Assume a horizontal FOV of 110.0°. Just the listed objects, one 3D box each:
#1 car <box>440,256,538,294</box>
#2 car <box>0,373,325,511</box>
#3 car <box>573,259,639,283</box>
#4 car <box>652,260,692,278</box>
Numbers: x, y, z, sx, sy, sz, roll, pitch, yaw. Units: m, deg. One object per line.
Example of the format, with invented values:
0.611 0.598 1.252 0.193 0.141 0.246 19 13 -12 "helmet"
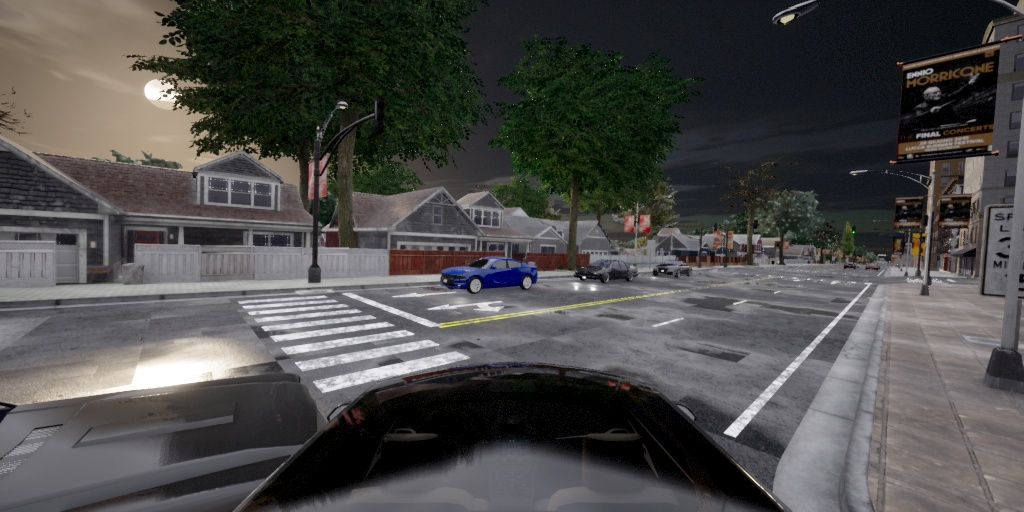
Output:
-0.943 0.779 16.588 5.008 1.535 1.882 1 2 -43 "car"
-3.318 1.272 1.430 4.718 1.301 1.895 1 2 -33 "car"
6.303 0.930 23.424 5.357 1.411 2.033 1 2 -43 "car"
13.580 1.031 30.261 4.181 1.385 1.994 1 2 -44 "car"
